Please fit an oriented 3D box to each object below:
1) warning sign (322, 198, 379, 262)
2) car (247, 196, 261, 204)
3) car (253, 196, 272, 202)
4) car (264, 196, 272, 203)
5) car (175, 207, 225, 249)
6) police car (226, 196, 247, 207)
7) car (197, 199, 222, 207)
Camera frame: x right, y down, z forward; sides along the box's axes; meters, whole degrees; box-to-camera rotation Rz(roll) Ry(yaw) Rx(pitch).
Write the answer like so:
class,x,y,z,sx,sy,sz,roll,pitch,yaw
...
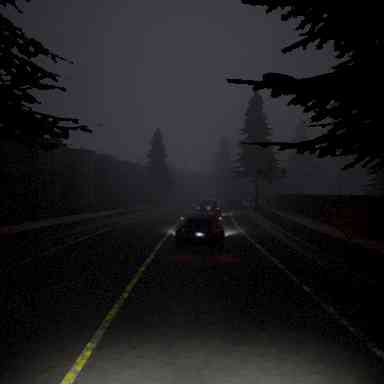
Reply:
class,x,y,z,sx,sy,sz,roll,pitch,yaw
warning sign,4.873,1.114,10.321,1.300,1.860,1.060,0,0,2
car,10.949,1.478,61.596,1.882,1.535,5.008,0,0,32
car,15.894,1.584,74.698,4.718,1.301,1.895,0,0,-43
car,14.197,1.512,66.223,1.837,1.490,4.892,0,0,39
car,0.393,1.573,14.513,1.994,1.385,4.181,0,0,3
police car,6.903,1.425,53.219,1.930,1.638,5.238,0,0,20
car,1.571,1.366,29.342,2.097,1.767,4.553,0,0,6
